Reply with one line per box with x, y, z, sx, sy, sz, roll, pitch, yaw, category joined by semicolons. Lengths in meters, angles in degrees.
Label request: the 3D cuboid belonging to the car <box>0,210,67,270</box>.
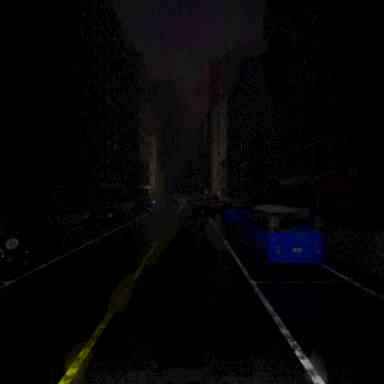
-5.673;1.434;10.840;1.967;1.590;4.097;0;0;0;car

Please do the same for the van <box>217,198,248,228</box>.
2.850;1.329;21.845;1.690;1.788;3.998;0;0;0;van

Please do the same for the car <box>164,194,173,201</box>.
-5.693;1.409;82.358;1.967;1.590;4.097;0;0;0;car

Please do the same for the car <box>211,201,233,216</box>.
2.847;1.564;32.848;1.802;1.307;4.206;0;0;0;car

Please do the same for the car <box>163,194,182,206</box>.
-3.079;1.479;53.225;1.837;1.490;4.892;0;0;0;car

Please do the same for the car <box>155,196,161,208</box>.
-5.681;1.527;43.848;2.008;1.369;4.403;0;0;0;car

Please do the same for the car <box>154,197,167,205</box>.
-5.686;1.553;60.352;1.802;1.307;4.206;0;0;0;car

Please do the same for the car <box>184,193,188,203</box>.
-0.018;1.324;65.467;2.097;1.767;4.553;0;0;0;car

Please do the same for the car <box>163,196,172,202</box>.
-5.691;1.551;76.856;1.802;1.307;4.206;0;0;0;car

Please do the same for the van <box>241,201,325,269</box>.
2.853;1.335;10.842;1.690;1.788;3.998;0;0;0;van

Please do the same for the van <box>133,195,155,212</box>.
-5.680;1.320;38.347;1.690;1.788;3.998;0;0;0;van

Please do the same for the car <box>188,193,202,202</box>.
0.888;1.327;45.493;2.097;1.767;4.553;0;0;0;car

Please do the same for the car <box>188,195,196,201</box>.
-0.022;1.380;80.390;1.994;1.385;4.181;0;0;0;car

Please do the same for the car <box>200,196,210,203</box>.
2.836;1.520;71.357;2.008;1.369;4.403;0;0;0;car

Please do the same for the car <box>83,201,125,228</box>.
-5.675;1.428;21.843;1.967;1.590;4.097;0;0;0;car

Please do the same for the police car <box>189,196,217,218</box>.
0.892;1.410;29.632;1.930;1.638;5.238;0;0;0;police car

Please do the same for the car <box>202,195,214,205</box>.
2.839;1.412;60.354;1.967;1.590;4.097;0;0;0;car

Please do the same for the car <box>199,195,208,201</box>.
2.833;1.535;82.360;1.947;1.339;4.313;0;0;0;car

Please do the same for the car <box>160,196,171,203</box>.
-5.689;1.535;71.355;1.947;1.339;4.313;0;0;0;car

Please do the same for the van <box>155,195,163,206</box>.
-5.683;1.315;49.349;1.690;1.788;3.998;0;0;0;van
